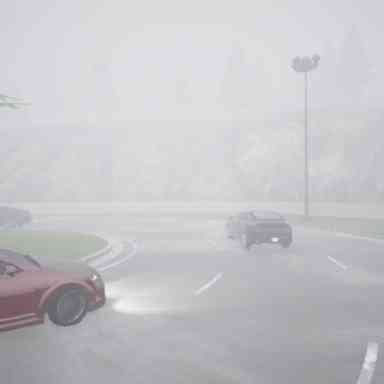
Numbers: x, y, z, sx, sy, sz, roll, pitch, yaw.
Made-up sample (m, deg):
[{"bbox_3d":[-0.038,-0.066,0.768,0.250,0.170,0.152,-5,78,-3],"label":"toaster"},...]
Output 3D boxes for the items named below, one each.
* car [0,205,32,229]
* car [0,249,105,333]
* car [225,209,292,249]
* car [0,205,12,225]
[{"bbox_3d":[-13.194,1.656,21.802,4.892,1.490,1.837,0,-3,-12],"label":"car"},{"bbox_3d":[-3.664,1.606,5.641,4.181,1.385,1.994,0,0,-36],"label":"car"},{"bbox_3d":[2.821,1.546,14.915,1.837,1.490,4.892,2,0,-7],"label":"car"},{"bbox_3d":[-16.019,1.701,24.469,4.674,1.442,1.812,0,-1,-23],"label":"car"}]
